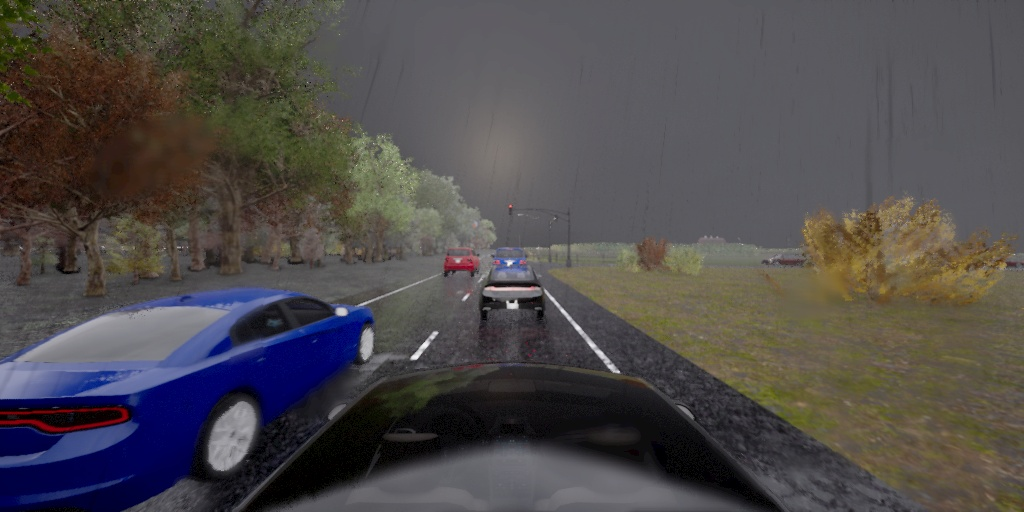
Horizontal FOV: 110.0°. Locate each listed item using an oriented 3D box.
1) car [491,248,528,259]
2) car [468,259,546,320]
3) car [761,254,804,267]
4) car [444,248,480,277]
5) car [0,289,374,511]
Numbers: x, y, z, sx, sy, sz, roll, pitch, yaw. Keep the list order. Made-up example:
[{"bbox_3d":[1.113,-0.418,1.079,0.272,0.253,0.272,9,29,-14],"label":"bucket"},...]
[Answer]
[{"bbox_3d":[-0.146,0.477,23.193,2.150,2.045,5.566,0,1,-1],"label":"car"},{"bbox_3d":[-0.012,1.014,11.616,2.128,1.511,4.902,0,1,-1],"label":"car"},{"bbox_3d":[35.155,0.484,46.725,4.553,1.767,2.097,1,0,0],"label":"car"},{"bbox_3d":[-3.690,0.392,26.904,2.150,2.045,5.566,0,1,-1],"label":"car"},{"bbox_3d":[-3.432,1.163,4.616,1.882,1.535,5.008,0,1,-1],"label":"car"}]
